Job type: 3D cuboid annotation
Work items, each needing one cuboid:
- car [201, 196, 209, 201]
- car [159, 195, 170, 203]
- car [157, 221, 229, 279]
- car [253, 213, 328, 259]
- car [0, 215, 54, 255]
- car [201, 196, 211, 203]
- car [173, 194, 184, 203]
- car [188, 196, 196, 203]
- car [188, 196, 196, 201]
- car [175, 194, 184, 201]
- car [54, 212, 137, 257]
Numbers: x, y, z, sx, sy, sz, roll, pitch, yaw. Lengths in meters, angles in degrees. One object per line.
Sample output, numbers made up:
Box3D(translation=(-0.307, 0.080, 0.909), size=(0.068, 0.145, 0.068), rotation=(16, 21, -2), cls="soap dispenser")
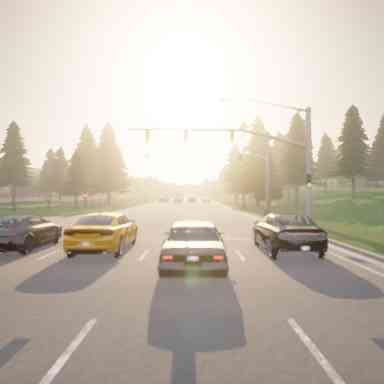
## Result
Box3D(translation=(3.524, 1.777, 91.232), size=(1.812, 1.442, 4.674), rotation=(0, 0, 0), cls="car")
Box3D(translation=(-6.979, 1.864, 80.815), size=(1.837, 1.490, 4.892), rotation=(0, 0, 0), cls="car")
Box3D(translation=(0.055, 1.595, 10.189), size=(2.033, 1.411, 5.357), rotation=(0, 0, 1), cls="car")
Box3D(translation=(3.574, 1.551, 12.836), size=(2.128, 1.511, 4.902), rotation=(0, 0, 0), cls="car")
Box3D(translation=(-6.920, 1.628, 13.641), size=(1.994, 1.385, 4.181), rotation=(0, 0, 0), cls="car")
Box3D(translation=(3.521, 1.891, 81.228), size=(1.812, 1.442, 4.674), rotation=(0, 0, 0), cls="car")
Box3D(translation=(-3.479, 1.842, 80.814), size=(1.882, 1.535, 5.008), rotation=(0, 0, 0), cls="car")
Box3D(translation=(0.021, 1.721, 81.167), size=(2.097, 1.767, 4.553), rotation=(0, 0, 0), cls="car")
Box3D(translation=(0.024, 1.805, 91.233), size=(1.994, 1.385, 4.181), rotation=(0, 0, 0), cls="car")
Box3D(translation=(-3.476, 1.478, 91.265), size=(2.150, 2.045, 5.566), rotation=(0, 0, 0), cls="car")
Box3D(translation=(-3.422, 1.539, 13.243), size=(1.882, 1.535, 5.008), rotation=(0, 0, 0), cls="car")
